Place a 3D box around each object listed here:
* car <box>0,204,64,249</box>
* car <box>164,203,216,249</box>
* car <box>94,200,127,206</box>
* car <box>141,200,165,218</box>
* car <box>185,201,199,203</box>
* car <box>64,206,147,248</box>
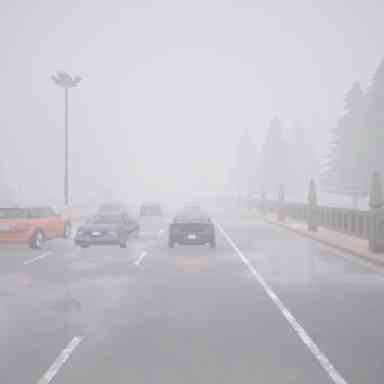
[{"bbox_3d":[-7.000,1.366,14.620,2.097,1.767,4.553,0,0,0],"label":"car"},{"bbox_3d":[0.000,1.485,14.650,1.882,1.535,5.008,0,0,0],"label":"car"},{"bbox_3d":[-7.000,1.495,29.650,2.128,1.511,4.902,0,0,0],"label":"car"},{"bbox_3d":[-3.500,1.485,29.650,1.882,1.535,5.008,0,0,0],"label":"car"},{"bbox_3d":[0.000,1.533,29.650,1.812,1.442,4.674,0,0,0],"label":"car"},{"bbox_3d":[-3.500,1.563,14.650,2.033,1.411,5.357,0,0,0],"label":"car"}]
